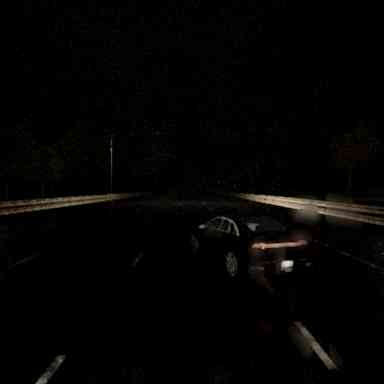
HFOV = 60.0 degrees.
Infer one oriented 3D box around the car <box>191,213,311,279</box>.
[{"bbox_3d":[1.404,1.382,9.821,2.128,1.511,4.902,-1,1,-18],"label":"car"}]
